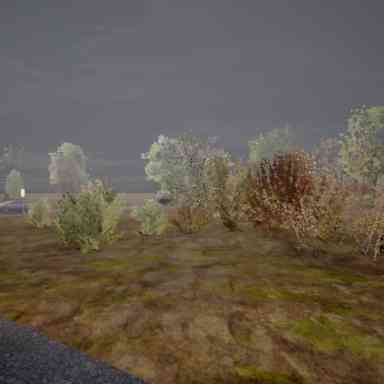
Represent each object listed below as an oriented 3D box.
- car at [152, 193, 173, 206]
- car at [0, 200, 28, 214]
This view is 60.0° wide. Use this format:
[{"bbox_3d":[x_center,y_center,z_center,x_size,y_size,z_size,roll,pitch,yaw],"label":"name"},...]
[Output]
[{"bbox_3d":[-5.026,1.265,55.493,2.150,2.045,5.566,0,0,40],"label":"car"},{"bbox_3d":[-19.669,1.589,36.546,1.994,1.385,4.181,0,0,37],"label":"car"}]
